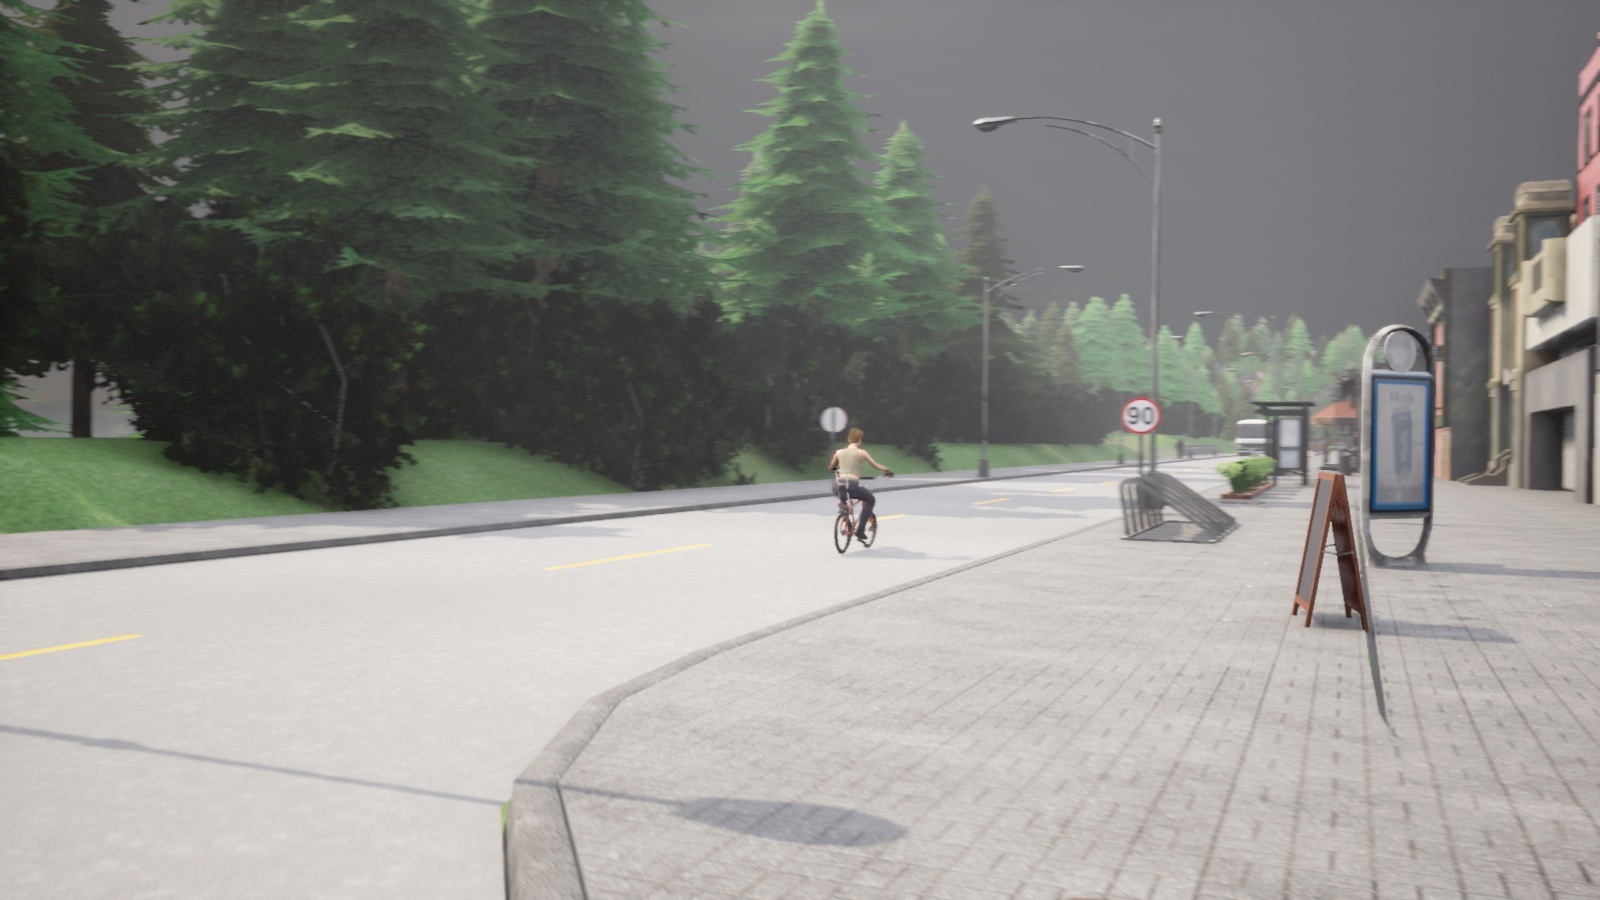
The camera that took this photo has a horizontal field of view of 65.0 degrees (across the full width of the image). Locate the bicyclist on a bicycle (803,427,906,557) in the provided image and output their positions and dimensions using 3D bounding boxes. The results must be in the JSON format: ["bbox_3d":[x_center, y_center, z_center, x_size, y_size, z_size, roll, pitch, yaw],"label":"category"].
[{"bbox_3d":[0.732,0.509,16.435,0.866,1.612,1.509,0,1,23],"label":"bicyclist on a bicycle"}]
